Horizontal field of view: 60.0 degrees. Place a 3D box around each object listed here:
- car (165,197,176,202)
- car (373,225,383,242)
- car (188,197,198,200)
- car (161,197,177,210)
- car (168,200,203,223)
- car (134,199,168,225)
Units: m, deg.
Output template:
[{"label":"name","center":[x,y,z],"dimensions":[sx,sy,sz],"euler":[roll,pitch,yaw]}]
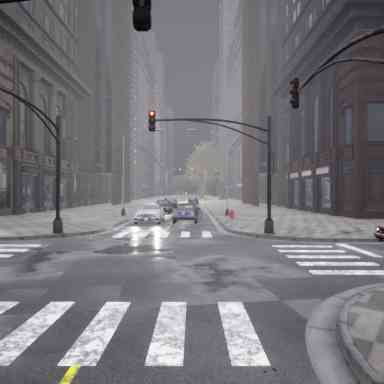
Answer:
[{"label":"car","center":[-3.059,1.552,34.959],"dimensions":[2.033,1.411,5.357],"euler":[0,0,0]},{"label":"car","center":[9.912,1.634,13.188],"dimensions":[4.718,1.301,1.895],"euler":[0,0,0]},{"label":"car","center":[0.170,1.556,57.351],"dimensions":[1.812,1.442,4.674],"euler":[0,0,0]},{"label":"car","center":[-3.035,1.493,45.391],"dimensions":[1.882,1.535,5.008],"euler":[0,0,0]},{"label":"car","center":[-0.273,1.548,25.267],"dimensions":[2.033,1.411,5.357],"euler":[0,0,7]},{"label":"car","center":[-3.070,1.526,24.549],"dimensions":[1.812,1.442,4.674],"euler":[0,0,0]}]
